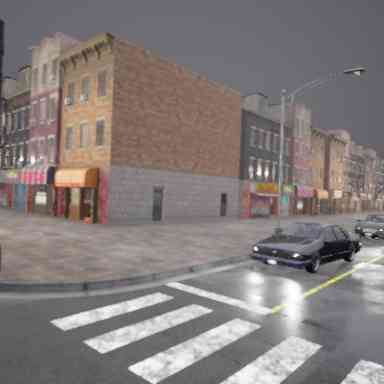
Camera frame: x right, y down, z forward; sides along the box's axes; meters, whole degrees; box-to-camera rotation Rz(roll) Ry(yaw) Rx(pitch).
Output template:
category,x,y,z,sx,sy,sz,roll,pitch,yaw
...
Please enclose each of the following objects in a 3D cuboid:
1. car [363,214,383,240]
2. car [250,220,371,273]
category,x,y,z,sx,sy,sz,roll,pitch,yaw
car,11.121,2.082,19.719,2.128,1.511,4.902,2,-1,41
car,4.302,1.801,11.866,2.033,1.411,5.357,2,-1,45
